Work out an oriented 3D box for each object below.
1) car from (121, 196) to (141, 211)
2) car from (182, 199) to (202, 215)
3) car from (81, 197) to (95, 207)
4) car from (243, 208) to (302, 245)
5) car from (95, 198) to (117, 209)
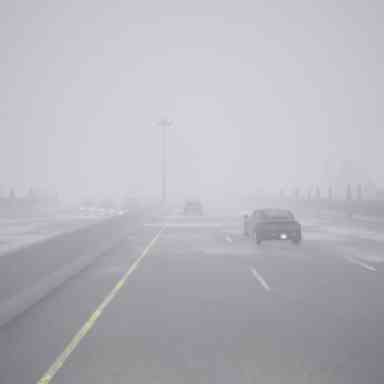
[{"bbox_3d":[-7.491,1.354,41.075,2.097,1.767,4.553,0,0,-4],"label":"car"},{"bbox_3d":[0.050,1.483,34.346,2.128,1.511,4.902,0,0,-1],"label":"car"},{"bbox_3d":[-15.921,1.541,51.518,1.837,1.490,4.892,0,0,-11],"label":"car"},{"bbox_3d":[3.604,1.491,15.503,1.837,1.490,4.892,0,0,0],"label":"car"},{"bbox_3d":[-11.360,1.562,45.361,2.033,1.411,5.357,0,0,-7],"label":"car"}]
